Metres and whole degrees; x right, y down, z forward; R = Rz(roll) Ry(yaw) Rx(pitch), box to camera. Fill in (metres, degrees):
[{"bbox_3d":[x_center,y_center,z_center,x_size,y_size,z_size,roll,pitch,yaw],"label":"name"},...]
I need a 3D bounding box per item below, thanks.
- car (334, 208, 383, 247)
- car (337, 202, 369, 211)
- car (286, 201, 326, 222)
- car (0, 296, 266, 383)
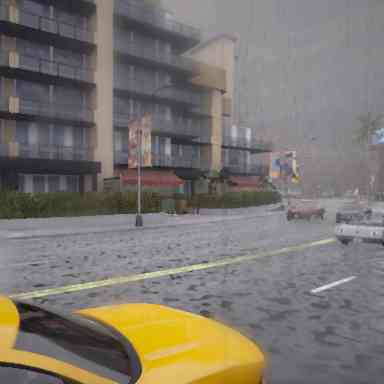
[{"bbox_3d":[8.089,1.612,14.637,1.895,1.301,4.718,0,0,45],"label":"car"},{"bbox_3d":[11.998,1.552,24.518,1.837,1.490,4.892,0,0,37],"label":"car"},{"bbox_3d":[9.194,1.501,26.612,1.882,1.535,5.008,0,0,37],"label":"car"},{"bbox_3d":[-1.632,1.476,2.115,5.008,1.535,1.882,0,0,-35],"label":"car"}]
